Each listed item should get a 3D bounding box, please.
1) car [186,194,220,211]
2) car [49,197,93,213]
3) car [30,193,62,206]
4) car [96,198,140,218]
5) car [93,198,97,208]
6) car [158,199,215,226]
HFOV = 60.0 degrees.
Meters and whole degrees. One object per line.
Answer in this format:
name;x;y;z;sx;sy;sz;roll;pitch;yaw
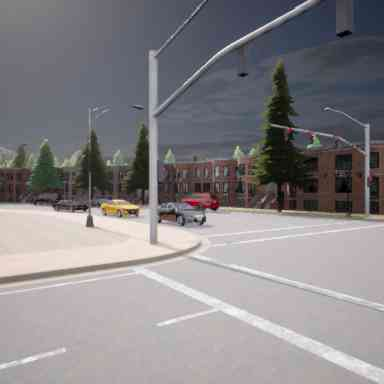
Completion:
car;0.773;1.221;38.759;2.150;2.045;5.566;0;0;-40
car;-13.880;1.601;37.979;4.718;1.301;1.895;0;0;37
car;-23.963;1.221;54.809;5.566;2.045;2.150;0;0;16
car;-6.709;1.478;30.916;1.882;1.535;5.008;0;0;-40
car;-13.205;1.547;46.341;5.357;1.411;2.033;0;0;32
car;-0.957;1.492;23.353;2.128;1.511;4.902;0;0;-36
